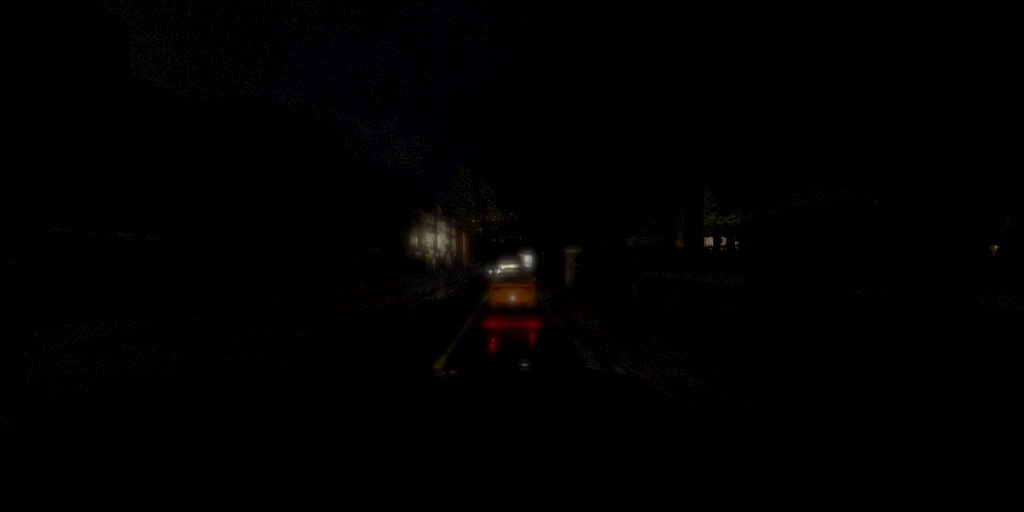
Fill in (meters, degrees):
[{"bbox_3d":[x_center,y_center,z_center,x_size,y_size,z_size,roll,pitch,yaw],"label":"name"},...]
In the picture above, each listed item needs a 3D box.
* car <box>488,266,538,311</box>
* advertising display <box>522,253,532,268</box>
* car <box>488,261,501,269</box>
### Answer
[{"bbox_3d":[0.054,1.369,15.376,1.882,1.535,5.008,0,0,1],"label":"car"},{"bbox_3d":[3.023,1.069,65.347,1.540,2.440,0.280,0,0,0],"label":"advertising display"},{"bbox_3d":[-2.794,1.587,58.375,2.033,1.411,5.357,0,0,1],"label":"car"}]
